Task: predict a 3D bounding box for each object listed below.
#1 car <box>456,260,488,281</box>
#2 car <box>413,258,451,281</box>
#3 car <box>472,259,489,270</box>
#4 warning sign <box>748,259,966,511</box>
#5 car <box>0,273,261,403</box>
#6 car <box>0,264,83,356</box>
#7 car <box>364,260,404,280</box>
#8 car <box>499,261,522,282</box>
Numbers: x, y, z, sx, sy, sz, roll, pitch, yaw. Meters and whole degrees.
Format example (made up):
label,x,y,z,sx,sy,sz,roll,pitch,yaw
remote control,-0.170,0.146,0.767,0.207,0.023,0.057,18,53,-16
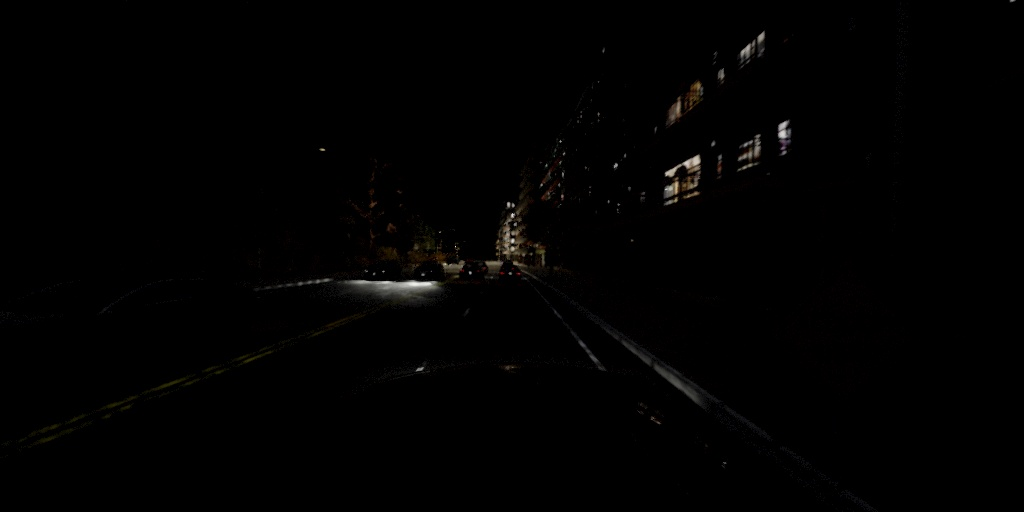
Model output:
label,x,y,z,sx,sy,sz,roll,pitch,yaw
car,-3.418,1.343,31.096,1.994,1.385,4.181,2,0,-1
car,-6.738,1.163,29.555,2.128,1.511,4.902,2,0,-1
car,-3.762,1.376,42.716,2.033,1.411,5.357,2,0,-2
warning sign,2.878,0.959,3.158,1.300,1.860,1.060,0,0,0
car,-6.560,1.060,6.025,2.128,1.511,4.902,2,0,0
car,-9.809,0.943,4.883,1.882,1.535,5.008,2,0,0
car,-9.972,1.073,28.247,1.837,1.490,4.892,2,-1,-1
car,-0.160,1.422,30.454,2.033,1.411,5.357,2,0,-1
